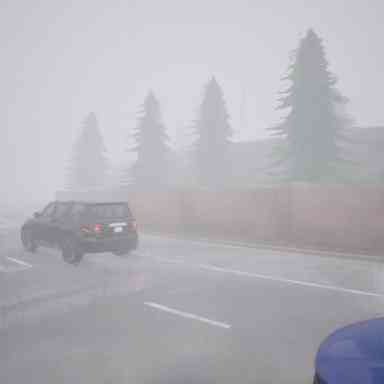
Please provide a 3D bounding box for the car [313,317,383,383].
[{"bbox_3d":[3.275,1.488,1.796,5.008,1.535,1.882,0,0,35],"label":"car"}]

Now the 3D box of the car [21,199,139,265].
[{"bbox_3d":[-4.292,1.287,12.312,5.566,2.045,2.150,0,0,43],"label":"car"}]
